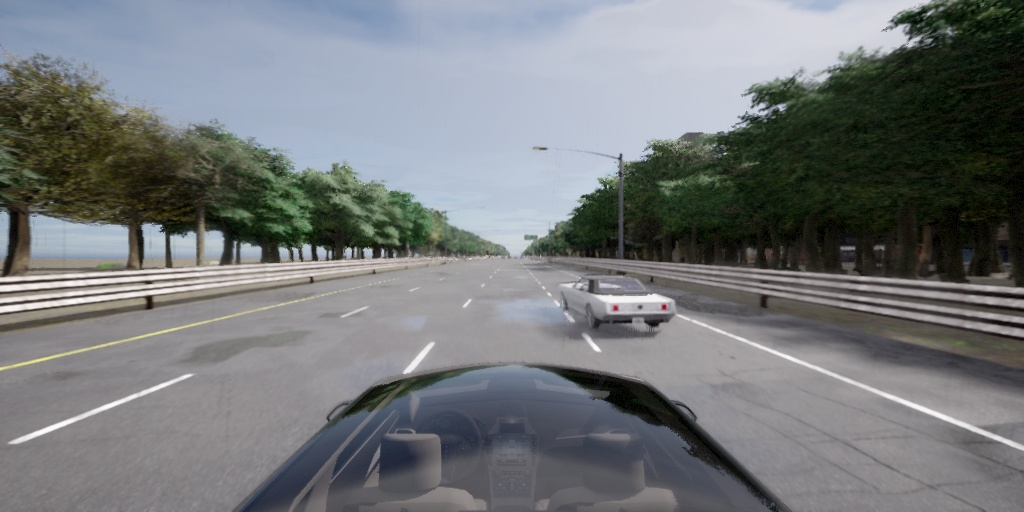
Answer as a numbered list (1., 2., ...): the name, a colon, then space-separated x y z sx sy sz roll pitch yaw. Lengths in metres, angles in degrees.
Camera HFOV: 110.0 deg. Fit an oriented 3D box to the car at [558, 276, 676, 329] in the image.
1. car: 2.781 1.234 10.801 1.895 1.301 4.718 0 1 -7
